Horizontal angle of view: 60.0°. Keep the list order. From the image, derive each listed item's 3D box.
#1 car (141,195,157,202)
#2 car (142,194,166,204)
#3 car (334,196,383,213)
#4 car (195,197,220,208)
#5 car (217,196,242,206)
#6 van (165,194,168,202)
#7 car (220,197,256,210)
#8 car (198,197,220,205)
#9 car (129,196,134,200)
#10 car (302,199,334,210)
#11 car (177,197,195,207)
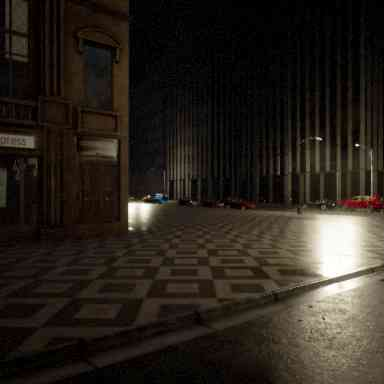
[{"bbox_3d":[-10.397,1.528,79.635,1.752,1.417,4.829,0,0,-36],"label":"car"},{"bbox_3d":[-7.176,1.574,60.828,2.008,1.369,4.403,0,0,-36],"label":"car"},{"bbox_3d":[19.728,1.367,38.567,2.192,1.841,5.009,0,0,-36],"label":"car"},{"bbox_3d":[2.830,1.617,47.187,1.802,1.307,4.206,0,0,-36],"label":"car"},{"bbox_3d":[6.384,1.479,56.757,1.967,1.590,4.097,0,0,-36],"label":"car"},{"bbox_3d":[-6.959,1.356,74.948,1.690,1.788,3.998,0,0,-36],"label":"van"},{"bbox_3d":[6.166,1.583,42.640,1.887,1.381,4.507,0,0,-36],"label":"car"},{"bbox_3d":[3.047,1.617,61.306,1.802,1.307,4.206,0,0,-36],"label":"car"},{"bbox_3d":[-17.083,1.498,88.760,1.752,1.417,4.829,1,0,-35],"label":"car"},{"bbox_3d":[16.391,1.614,43.115,1.947,1.339,4.313,0,0,-36],"label":"car"},{"bbox_3d":[-0.505,1.472,51.734,1.967,1.590,4.097,0,0,-36],"label":"car"}]
